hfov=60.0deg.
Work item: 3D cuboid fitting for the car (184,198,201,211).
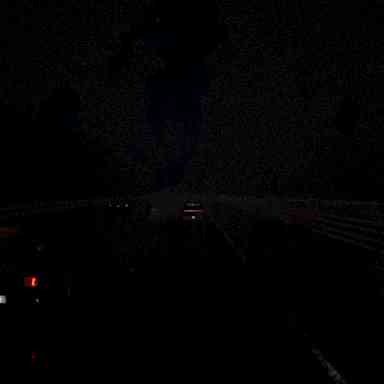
[{"bbox_3d":[0.106,1.573,42.754,2.033,1.411,5.357,0,0,0],"label":"car"}]

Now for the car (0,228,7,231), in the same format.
[{"bbox_3d":[-6.898,1.475,9.557,1.882,1.535,5.008,0,0,0],"label":"car"}]

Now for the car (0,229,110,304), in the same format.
[{"bbox_3d":[-3.399,1.598,8.059,1.895,1.301,4.718,0,0,0],"label":"car"}]

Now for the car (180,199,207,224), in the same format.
[{"bbox_3d":[0.104,1.492,24.841,2.128,1.511,4.902,0,0,0],"label":"car"}]

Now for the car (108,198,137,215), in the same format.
[{"bbox_3d":[-6.897,1.347,33.332,2.097,1.767,4.553,0,-1,0],"label":"car"}]

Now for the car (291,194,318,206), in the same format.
[{"bbox_3d":[20.475,1.433,60.797,2.150,2.045,5.566,0,0,-19],"label":"car"}]

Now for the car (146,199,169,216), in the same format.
[{"bbox_3d":[-3.400,1.507,32.899,1.837,1.490,4.892,1,0,0],"label":"car"}]
